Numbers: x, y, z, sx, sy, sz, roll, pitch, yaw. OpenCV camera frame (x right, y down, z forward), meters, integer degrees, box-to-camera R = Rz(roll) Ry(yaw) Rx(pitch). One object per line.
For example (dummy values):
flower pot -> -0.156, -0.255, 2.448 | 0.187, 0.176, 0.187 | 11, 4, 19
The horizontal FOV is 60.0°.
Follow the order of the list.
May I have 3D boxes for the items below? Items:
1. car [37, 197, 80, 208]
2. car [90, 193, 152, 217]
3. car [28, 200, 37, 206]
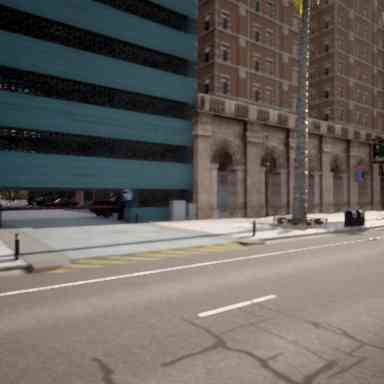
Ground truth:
car -> -17.675, 1.586, 44.518 | 4.718, 1.301, 1.895 | 1, 0, -36
car -> -6.223, 1.142, 29.967 | 5.566, 2.045, 2.435 | 1, 0, -36
car -> -24.093, 1.549, 54.191 | 4.786, 1.482, 2.161 | 1, 0, -36
